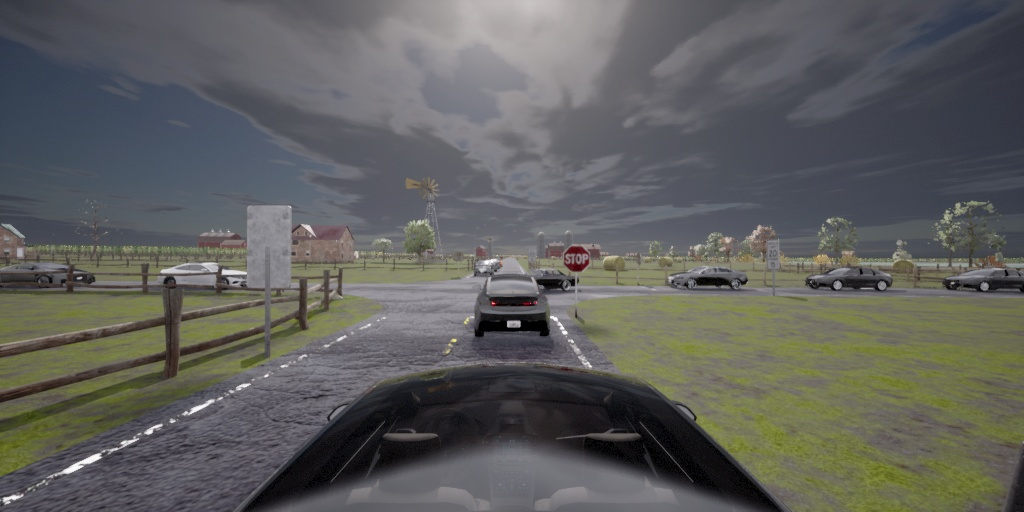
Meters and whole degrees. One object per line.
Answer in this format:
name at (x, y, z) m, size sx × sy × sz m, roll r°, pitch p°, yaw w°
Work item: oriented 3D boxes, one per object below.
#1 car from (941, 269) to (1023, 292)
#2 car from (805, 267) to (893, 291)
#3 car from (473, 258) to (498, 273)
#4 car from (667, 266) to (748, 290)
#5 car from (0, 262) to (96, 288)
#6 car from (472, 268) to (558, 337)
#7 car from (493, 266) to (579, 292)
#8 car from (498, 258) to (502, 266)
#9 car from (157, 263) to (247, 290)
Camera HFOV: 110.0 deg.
car at (31.714, 1.585, 23.873) m, size 4.892 × 1.490 × 1.837 m, roll 1°, pitch -1°, yaw -1°
car at (22.212, 1.497, 23.758) m, size 4.892 × 1.490 × 1.837 m, roll 1°, pitch -1°, yaw -1°
car at (-2.840, 1.239, 37.012) m, size 2.128 × 1.511 × 4.902 m, roll 0°, pitch 0°, yaw 0°
car at (12.810, 1.395, 23.592) m, size 4.902 × 1.511 × 2.128 m, roll 1°, pitch -1°, yaw -2°
car at (-26.354, 1.046, 20.173) m, size 4.181 × 1.385 × 1.994 m, roll 1°, pitch -1°, yaw -1°
car at (-0.069, 1.256, 10.324) m, size 1.837 × 1.490 × 4.892 m, roll 0°, pitch 0°, yaw -3°
car at (1.509, 1.368, 20.369) m, size 4.718 × 1.301 × 1.895 m, roll 1°, pitch 0°, yaw -35°
car at (-2.828, 1.237, 46.458) m, size 2.128 × 1.511 × 4.902 m, roll 0°, pitch 0°, yaw 0°
car at (-17.234, 1.102, 20.290) m, size 4.674 × 1.442 × 1.812 m, roll 1°, pitch -1°, yaw -1°
